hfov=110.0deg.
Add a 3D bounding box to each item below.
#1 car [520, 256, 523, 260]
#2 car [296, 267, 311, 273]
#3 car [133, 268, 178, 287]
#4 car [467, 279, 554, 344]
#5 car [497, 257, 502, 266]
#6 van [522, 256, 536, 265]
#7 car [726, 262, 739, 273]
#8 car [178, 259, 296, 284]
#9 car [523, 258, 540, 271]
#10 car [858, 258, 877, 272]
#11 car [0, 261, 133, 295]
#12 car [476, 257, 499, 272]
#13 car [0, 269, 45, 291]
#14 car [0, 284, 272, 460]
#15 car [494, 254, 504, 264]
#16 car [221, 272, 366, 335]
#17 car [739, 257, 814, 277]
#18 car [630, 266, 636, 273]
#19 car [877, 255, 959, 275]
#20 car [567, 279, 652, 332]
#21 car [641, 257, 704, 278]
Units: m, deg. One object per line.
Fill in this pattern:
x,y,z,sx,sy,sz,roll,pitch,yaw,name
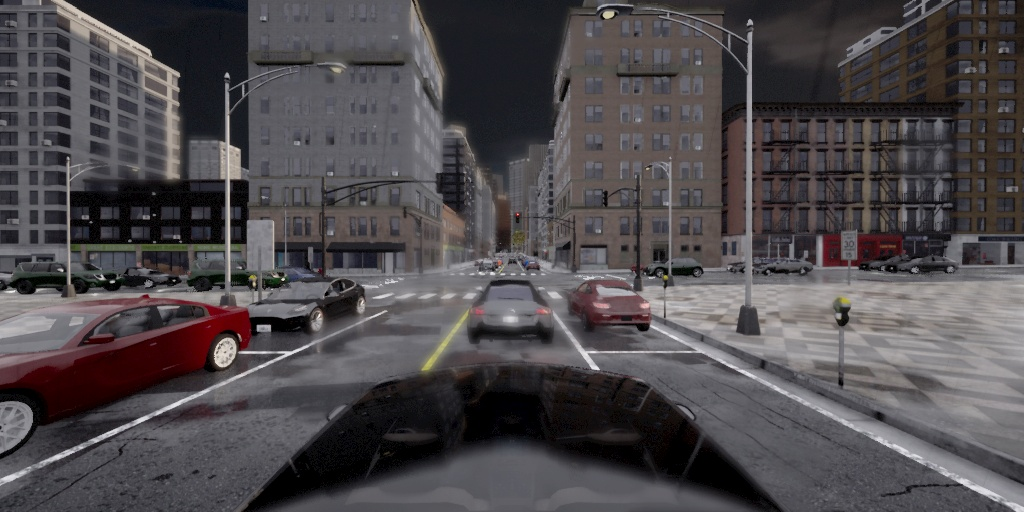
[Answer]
2.837,1.202,64.468,1.802,1.307,4.207,0,0,0,car
-16.279,1.504,26.396,5.357,1.411,2.033,-1,0,0,car
-27.308,1.604,26.376,4.892,1.490,1.837,-1,0,0,car
-0.036,1.312,9.598,1.994,1.385,4.181,0,0,0,car
-3.047,1.200,55.248,2.033,1.411,5.357,0,0,0,car
2.803,0.999,53.360,1.690,1.789,3.998,0,0,0,van
22.516,0.868,33.171,4.902,1.511,2.128,-1,0,0,car
-17.572,1.214,23.126,5.566,2.045,2.150,-1,0,-1,car
2.786,1.257,47.808,1.802,1.307,4.207,0,0,0,car
35.013,0.711,33.184,4.892,1.490,1.837,-1,0,0,car
-28.547,1.351,23.120,5.566,2.045,2.150,-1,0,0,car
-3.079,1.208,45.598,1.812,1.442,4.674,0,0,2,car
-37.906,1.752,26.363,4.674,1.442,1.812,-1,0,0,car
-5.777,1.295,4.907,1.888,1.381,4.507,0,0,0,car
-2.980,0.969,65.157,2.097,1.767,4.553,0,0,1,car
-5.808,1.314,10.551,1.948,1.339,4.313,0,0,0,car
22.281,0.888,29.920,4.902,1.511,2.128,-1,0,0,car
13.475,1.105,33.155,4.718,1.301,1.895,-1,0,0,car
34.111,0.737,29.934,4.892,1.490,1.837,-1,0,0,car
2.717,1.330,10.596,1.802,1.307,4.207,0,0,0,car
13.327,0.875,29.902,4.553,1.767,2.097,-1,0,0,car
